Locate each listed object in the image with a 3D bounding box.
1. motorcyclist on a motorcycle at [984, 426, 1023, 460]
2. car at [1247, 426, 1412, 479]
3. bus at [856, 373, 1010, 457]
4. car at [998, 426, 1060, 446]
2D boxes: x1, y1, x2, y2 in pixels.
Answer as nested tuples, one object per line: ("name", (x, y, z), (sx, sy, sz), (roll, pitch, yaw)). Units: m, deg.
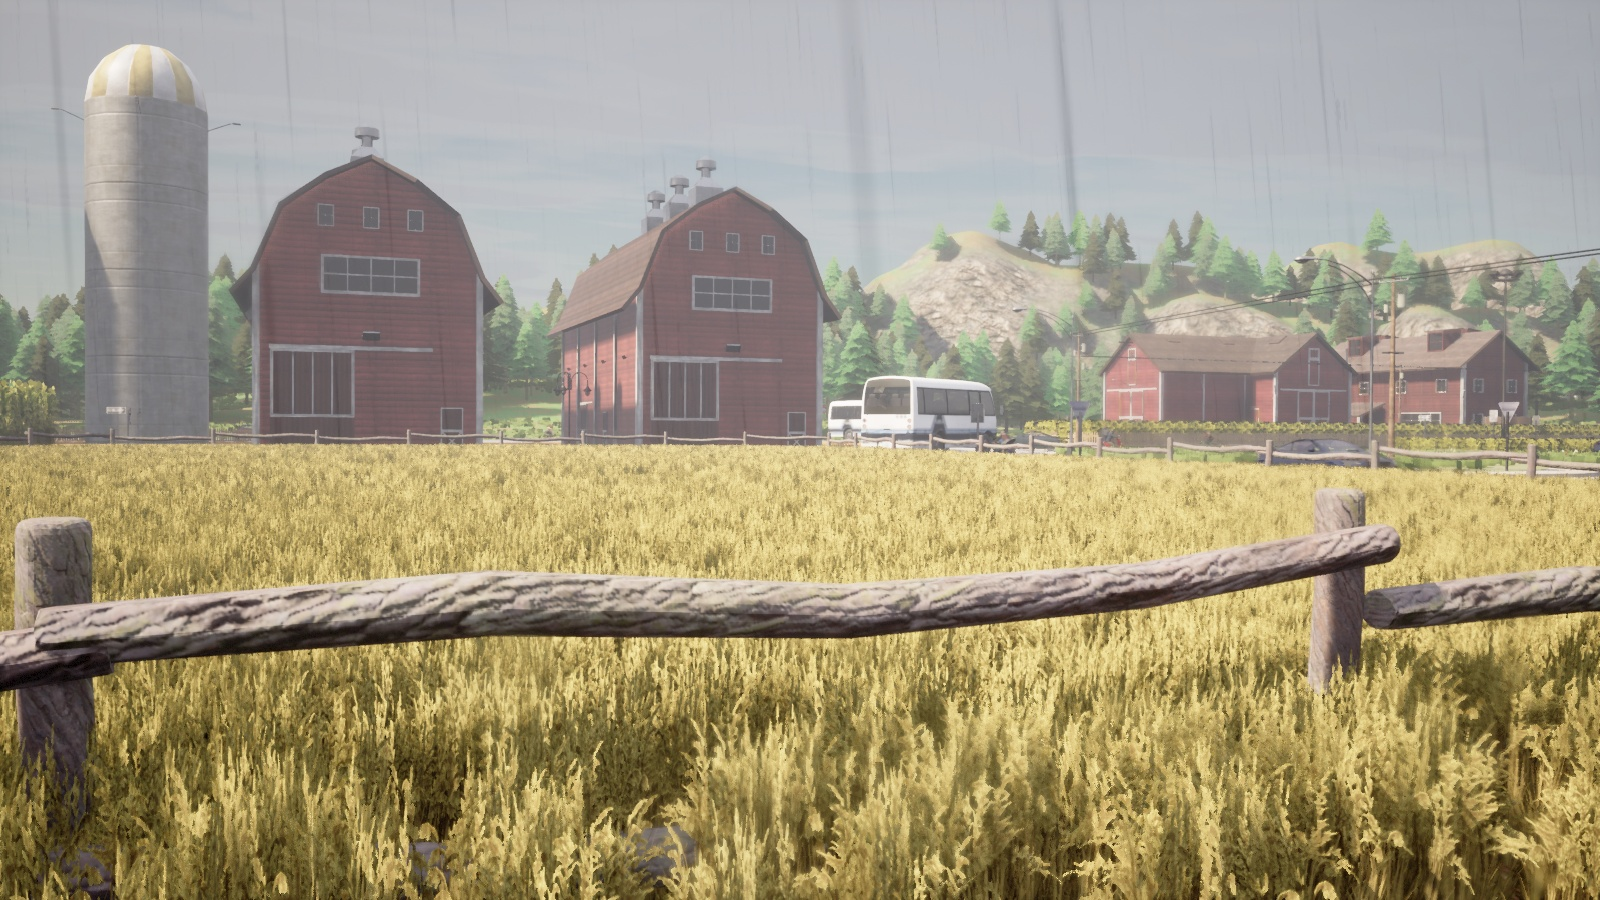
("motorcyclist on a motorcycle", (9.653, -0.341, 59.722), (0.866, 1.530, 2.191), (-1, 1, -20))
("car", (15.015, 0.033, 35.830), (1.994, 1.385, 4.181), (-1, 1, -21))
("bus", (7.470, -1.907, 68.728), (3.944, 4.253, 10.273), (0, 1, 34))
("car", (15.785, -0.963, 86.552), (4.181, 1.385, 1.994), (0, 1, 10))
